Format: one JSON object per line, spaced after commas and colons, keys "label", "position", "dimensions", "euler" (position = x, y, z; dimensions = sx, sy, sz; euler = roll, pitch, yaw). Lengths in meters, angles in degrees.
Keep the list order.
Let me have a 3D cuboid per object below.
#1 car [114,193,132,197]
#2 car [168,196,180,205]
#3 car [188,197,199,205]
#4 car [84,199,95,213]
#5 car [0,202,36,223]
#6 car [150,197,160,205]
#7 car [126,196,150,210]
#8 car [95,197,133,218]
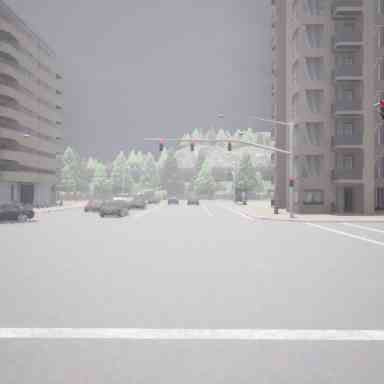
{"label": "car", "position": [-10.456, 1.219, 50.716], "dimensions": [2.150, 2.045, 5.566], "euler": [0, 0, 3]}
{"label": "car", "position": [-3.369, 1.526, 60.049], "dimensions": [1.812, 1.442, 4.674], "euler": [0, 0, 0]}
{"label": "car", "position": [0.228, 1.564, 58.392], "dimensions": [1.994, 1.385, 4.181], "euler": [0, 0, 0]}
{"label": "car", "position": [-10.514, 1.525, 37.025], "dimensions": [1.812, 1.442, 4.674], "euler": [0, 0, 0]}
{"label": "car", "position": [-14.002, 1.506, 24.039], "dimensions": [4.892, 1.490, 1.837], "euler": [0, 3, -41]}
{"label": "car", "position": [-6.869, 1.590, 60.287], "dimensions": [2.033, 1.411, 5.357], "euler": [0, 0, 0]}
{"label": "car", "position": [-6.995, 1.562, 42.446], "dimensions": [1.994, 1.385, 4.181], "euler": [0, 0, 0]}
{"label": "car", "position": [-7.028, 1.505, 30.374], "dimensions": [1.837, 1.490, 4.892], "euler": [0, 0, 0]}
